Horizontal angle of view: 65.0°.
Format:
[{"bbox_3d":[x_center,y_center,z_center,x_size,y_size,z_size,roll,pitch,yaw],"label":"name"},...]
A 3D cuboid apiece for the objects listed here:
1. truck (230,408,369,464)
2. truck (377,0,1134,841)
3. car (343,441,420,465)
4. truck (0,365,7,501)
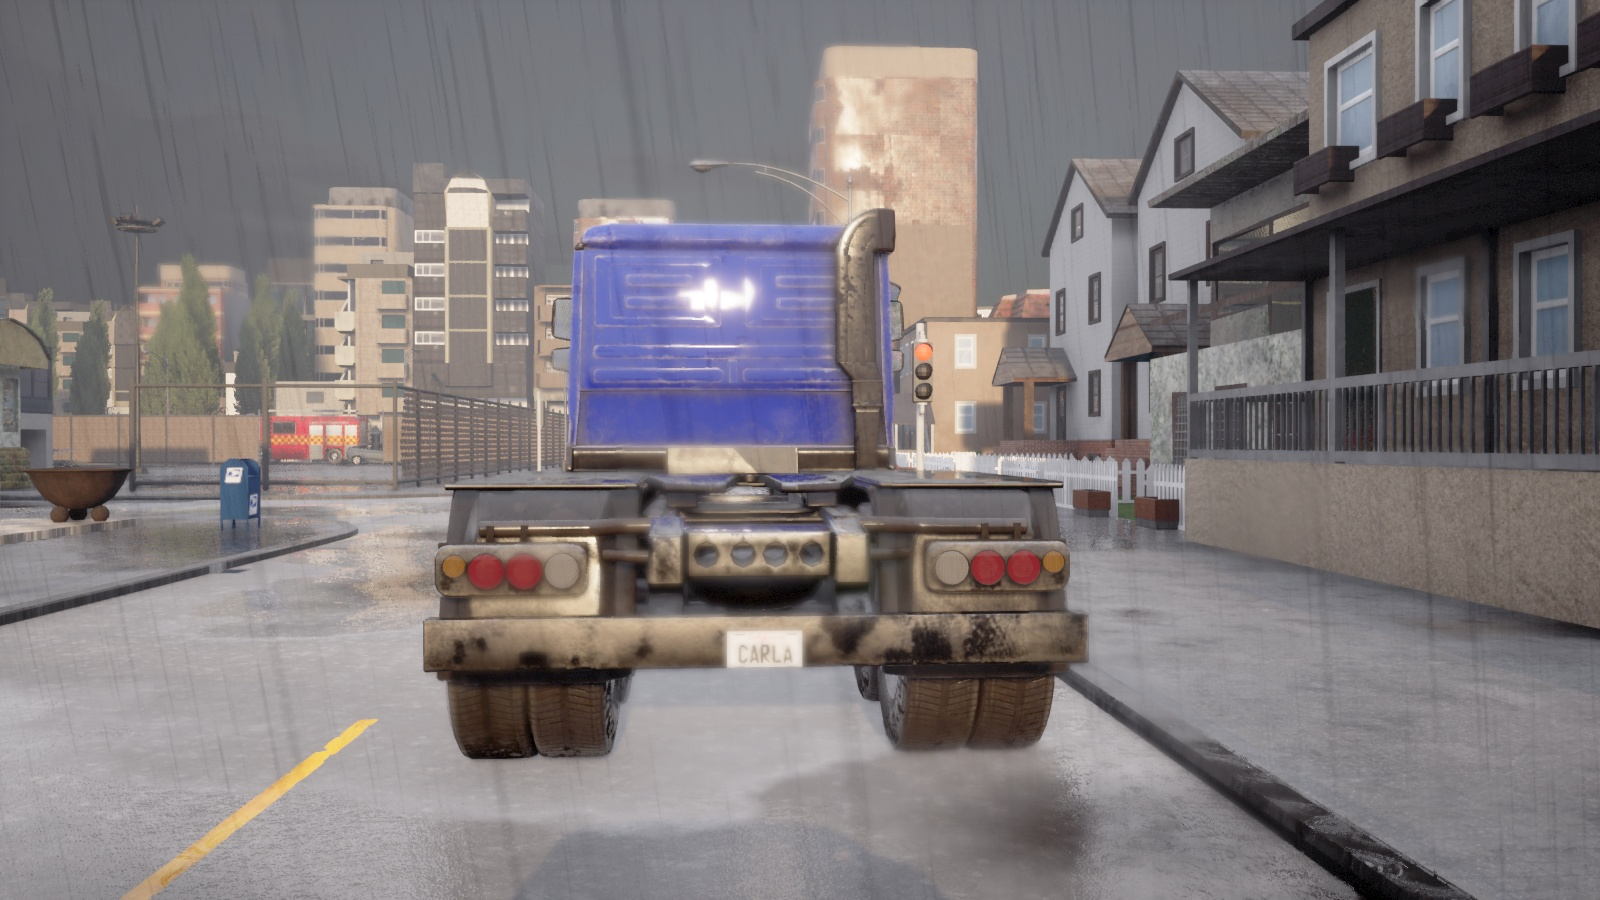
[{"bbox_3d":[-34.798,-0.940,87.533,8.468,3.827,2.891,0,0,-3],"label":"truck"},{"bbox_3d":[-0.432,-0.285,8.765,2.891,3.462,7.936,0,0,-4],"label":"truck"},{"bbox_3d":[-27.921,0.197,83.916,4.514,1.525,2.007,0,0,-3],"label":"car"},{"bbox_3d":[-24.146,-0.427,30.451,7.936,3.462,2.891,0,0,-2],"label":"truck"}]
